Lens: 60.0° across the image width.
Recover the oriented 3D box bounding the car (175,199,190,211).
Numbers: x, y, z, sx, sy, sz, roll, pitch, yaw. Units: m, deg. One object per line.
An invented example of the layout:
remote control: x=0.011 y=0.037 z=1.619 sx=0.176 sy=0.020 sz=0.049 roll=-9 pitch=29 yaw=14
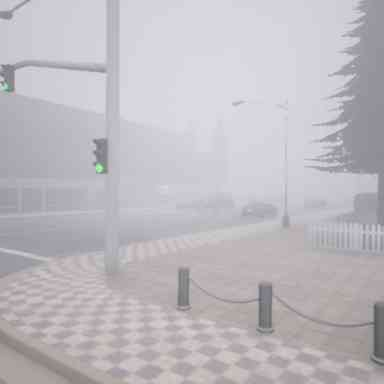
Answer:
car: x=0.022 y=1.419 z=38.737 sx=1.895 sy=1.301 sz=4.718 roll=1 pitch=0 yaw=36

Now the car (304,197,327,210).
car: x=15.865 y=1.382 z=42.644 sx=1.882 sy=1.535 sz=5.008 roll=1 pitch=1 yaw=36

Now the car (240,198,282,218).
car: x=5.902 y=1.468 z=28.769 sx=1.994 sy=1.385 sz=4.181 roll=1 pitch=0 yaw=36

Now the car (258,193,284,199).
car: x=12.023 y=0.857 z=49.265 sx=2.097 sy=1.767 sz=4.553 roll=1 pitch=0 yaw=36

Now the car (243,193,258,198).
car: x=9.164 y=0.912 z=51.285 sx=1.882 sy=1.535 sz=5.008 roll=1 pitch=0 yaw=36

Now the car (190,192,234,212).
car: x=2.572 y=1.068 z=36.286 sx=2.150 sy=2.045 sz=5.566 roll=1 pitch=0 yaw=36
